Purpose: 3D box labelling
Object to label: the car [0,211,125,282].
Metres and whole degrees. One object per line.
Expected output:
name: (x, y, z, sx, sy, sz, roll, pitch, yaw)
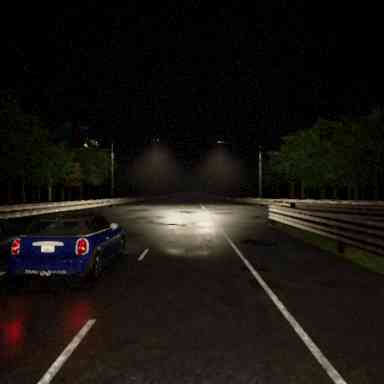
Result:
car: (-3.403, 1.368, 9.977, 2.097, 1.767, 4.553, 0, 0, 0)
